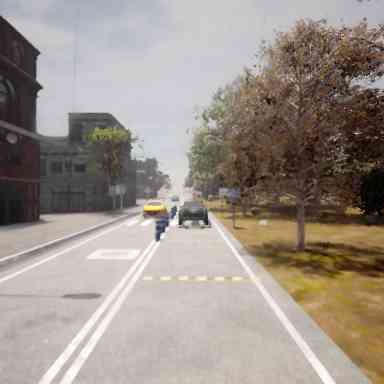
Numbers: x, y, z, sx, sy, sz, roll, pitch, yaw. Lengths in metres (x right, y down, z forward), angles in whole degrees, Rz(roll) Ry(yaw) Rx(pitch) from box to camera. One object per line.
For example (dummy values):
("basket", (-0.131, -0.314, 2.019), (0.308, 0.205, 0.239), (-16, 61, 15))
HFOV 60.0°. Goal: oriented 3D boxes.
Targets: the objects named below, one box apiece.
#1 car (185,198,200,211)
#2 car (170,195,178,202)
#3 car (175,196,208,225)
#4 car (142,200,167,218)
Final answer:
("car", (0.037, 1.508, 42.856), (1.837, 1.490, 4.892), (0, 0, 0))
("car", (-3.570, 1.417, 71.224), (1.837, 1.490, 4.892), (0, 0, -1))
("car", (0.094, 1.368, 24.787), (2.097, 1.767, 4.553), (0, 0, 0))
("car", (-3.368, 1.496, 30.535), (1.882, 1.535, 5.008), (0, 0, 0))
